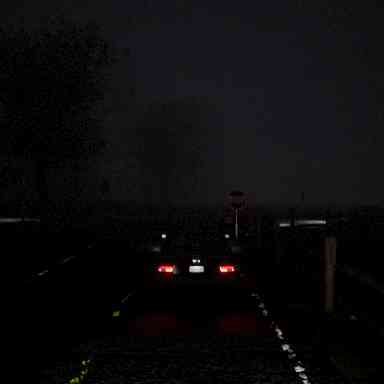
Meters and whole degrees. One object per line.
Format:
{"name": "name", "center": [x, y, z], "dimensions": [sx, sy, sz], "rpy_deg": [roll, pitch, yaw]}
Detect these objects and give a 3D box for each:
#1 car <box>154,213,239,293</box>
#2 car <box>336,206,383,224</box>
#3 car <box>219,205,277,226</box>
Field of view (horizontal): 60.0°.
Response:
{"name": "car", "center": [0.096, 1.547, 8.984], "dimensions": [2.033, 1.411, 5.357], "rpy_deg": [0, 0, 0]}
{"name": "car", "center": [13.761, 1.784, 26.414], "dimensions": [4.181, 1.385, 1.994], "rpy_deg": [1, 0, 2]}
{"name": "car", "center": [3.952, 1.645, 23.855], "dimensions": [4.181, 1.385, 1.994], "rpy_deg": [1, 0, 2]}
